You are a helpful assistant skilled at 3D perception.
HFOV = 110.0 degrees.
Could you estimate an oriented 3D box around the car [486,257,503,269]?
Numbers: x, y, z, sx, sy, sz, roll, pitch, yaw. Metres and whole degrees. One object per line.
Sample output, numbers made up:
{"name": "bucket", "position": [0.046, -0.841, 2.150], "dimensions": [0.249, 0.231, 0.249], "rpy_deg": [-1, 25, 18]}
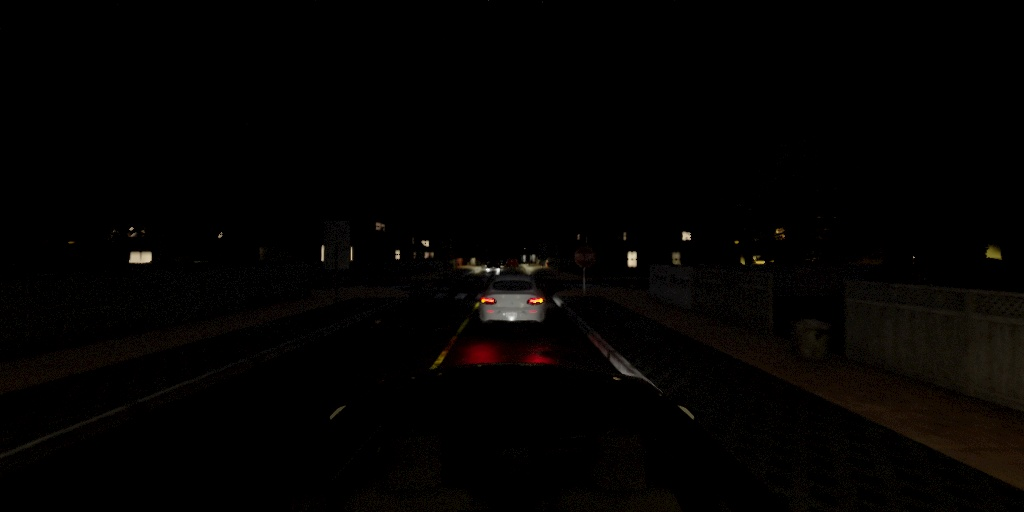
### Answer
{"name": "car", "position": [-2.831, 1.192, 54.815], "dimensions": [1.837, 1.490, 4.892], "rpy_deg": [0, 0, 0]}

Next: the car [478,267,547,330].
{"name": "car", "position": [0.056, 1.244, 10.935], "dimensions": [1.812, 1.442, 4.674], "rpy_deg": [0, 0, 2]}
